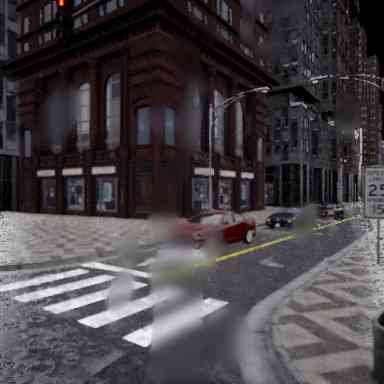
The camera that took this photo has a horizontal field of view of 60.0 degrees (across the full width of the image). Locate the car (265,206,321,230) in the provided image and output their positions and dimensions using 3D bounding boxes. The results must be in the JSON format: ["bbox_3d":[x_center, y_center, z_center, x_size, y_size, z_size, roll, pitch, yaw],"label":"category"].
[{"bbox_3d":[6.774,1.667,22.422,2.033,1.411,5.357,0,0,36],"label":"car"}]

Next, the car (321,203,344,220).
[{"bbox_3d":[12.588,1.730,30.551,1.994,1.385,4.181,0,0,35],"label":"car"}]

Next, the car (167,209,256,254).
[{"bbox_3d":[0.985,1.552,14.333,1.882,1.535,5.008,0,0,37],"label":"car"}]
